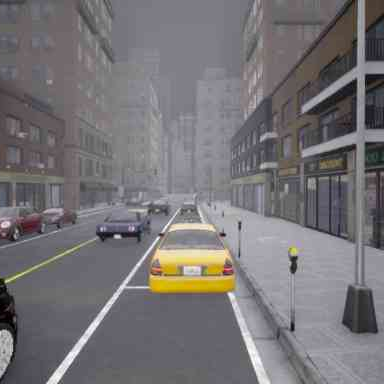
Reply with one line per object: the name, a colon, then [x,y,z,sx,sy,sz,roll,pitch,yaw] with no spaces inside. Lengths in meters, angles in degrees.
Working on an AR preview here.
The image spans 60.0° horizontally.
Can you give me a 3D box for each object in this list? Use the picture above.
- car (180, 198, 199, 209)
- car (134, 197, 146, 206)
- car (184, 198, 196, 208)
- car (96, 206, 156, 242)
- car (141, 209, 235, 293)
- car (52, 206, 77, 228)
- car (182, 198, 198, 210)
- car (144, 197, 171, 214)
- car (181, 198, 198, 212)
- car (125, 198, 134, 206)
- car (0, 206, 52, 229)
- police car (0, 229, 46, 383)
car: [-0.280,1.537,32.939,2.008,1.369,4.403,-1,0,0]
car: [-6.164,1.469,45.620,2.128,1.511,4.902,0,0,0]
car: [-0.276,1.554,49.696,1.802,1.307,4.206,-1,0,0]
car: [-3.132,1.597,16.305,1.895,1.301,4.718,0,0,0]
car: [0.004,1.455,8.842,1.801,1.575,5.366,0,0,0]
car: [-8.822,1.575,21.767,1.802,1.307,4.206,-1,0,0]
car: [-0.278,1.543,44.111,1.947,1.339,4.313,-1,0,0]
car: [-3.121,1.464,32.322,1.882,1.535,5.008,0,0,0]
car: [-0.279,1.507,38.694,1.752,1.417,4.829,-1,0,0]
car: [-8.822,1.517,49.695,1.887,1.381,4.507,-1,0,0]
car: [-8.823,1.435,16.181,1.967,1.590,4.097,-1,0,0]
police car: [-3.146,1.424,2.364,1.930,1.638,5.238,0,0,0]
